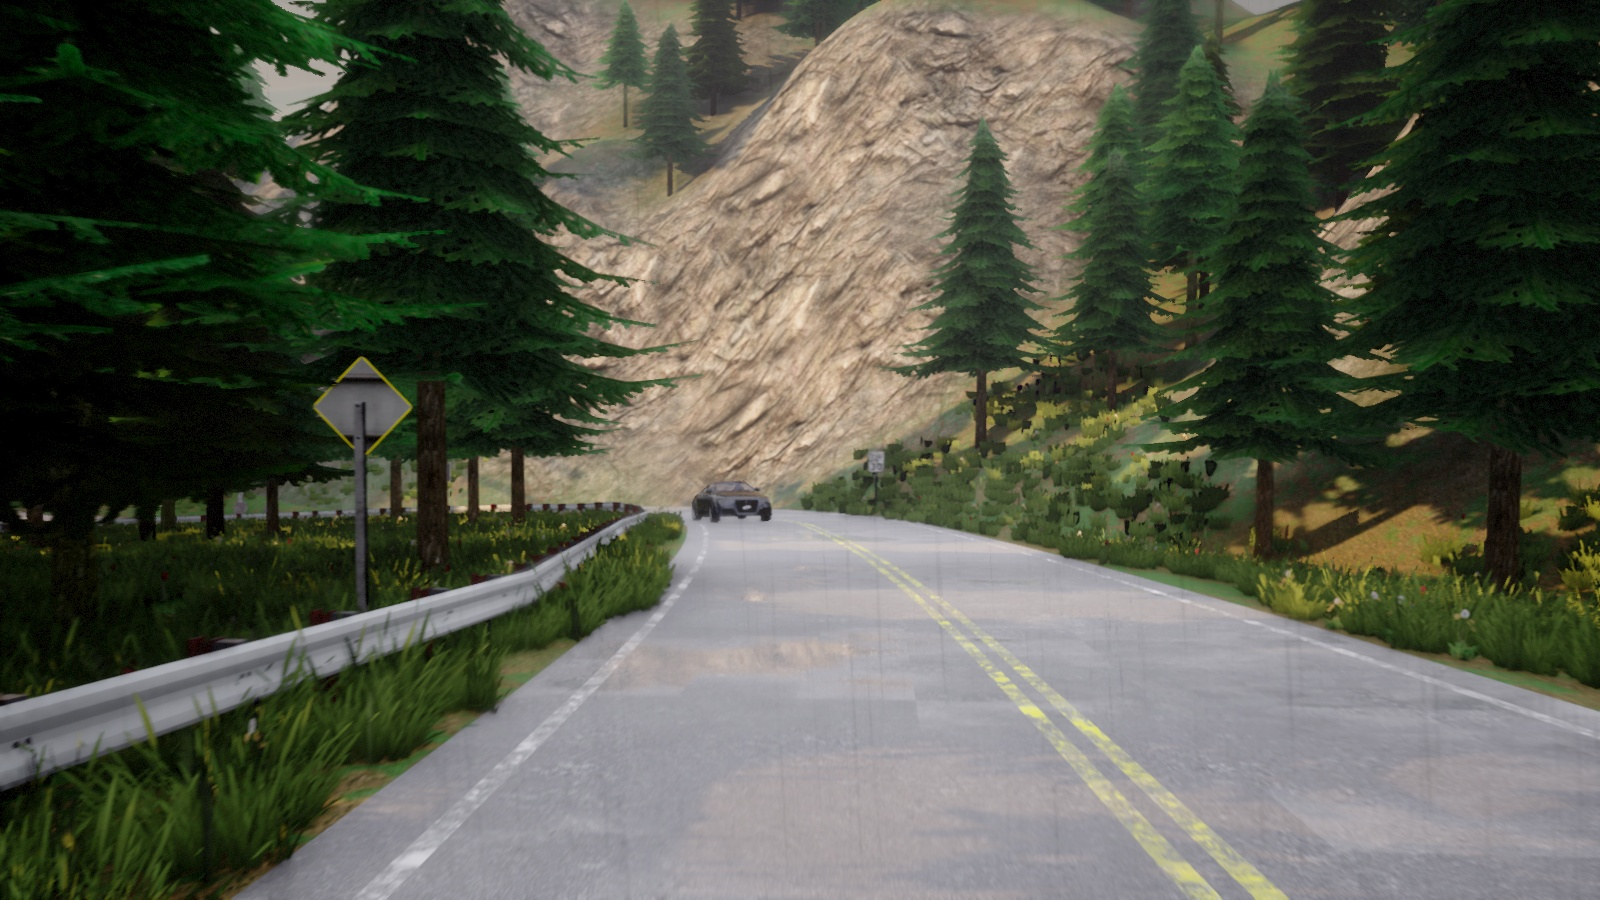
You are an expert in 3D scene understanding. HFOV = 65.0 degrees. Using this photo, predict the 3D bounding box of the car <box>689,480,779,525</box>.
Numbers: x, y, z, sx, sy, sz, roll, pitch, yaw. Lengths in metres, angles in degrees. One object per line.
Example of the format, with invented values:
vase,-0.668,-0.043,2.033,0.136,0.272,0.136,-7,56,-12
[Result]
car,-2.313,1.754,42.768,1.994,1.385,4.181,-1,-1,-18
